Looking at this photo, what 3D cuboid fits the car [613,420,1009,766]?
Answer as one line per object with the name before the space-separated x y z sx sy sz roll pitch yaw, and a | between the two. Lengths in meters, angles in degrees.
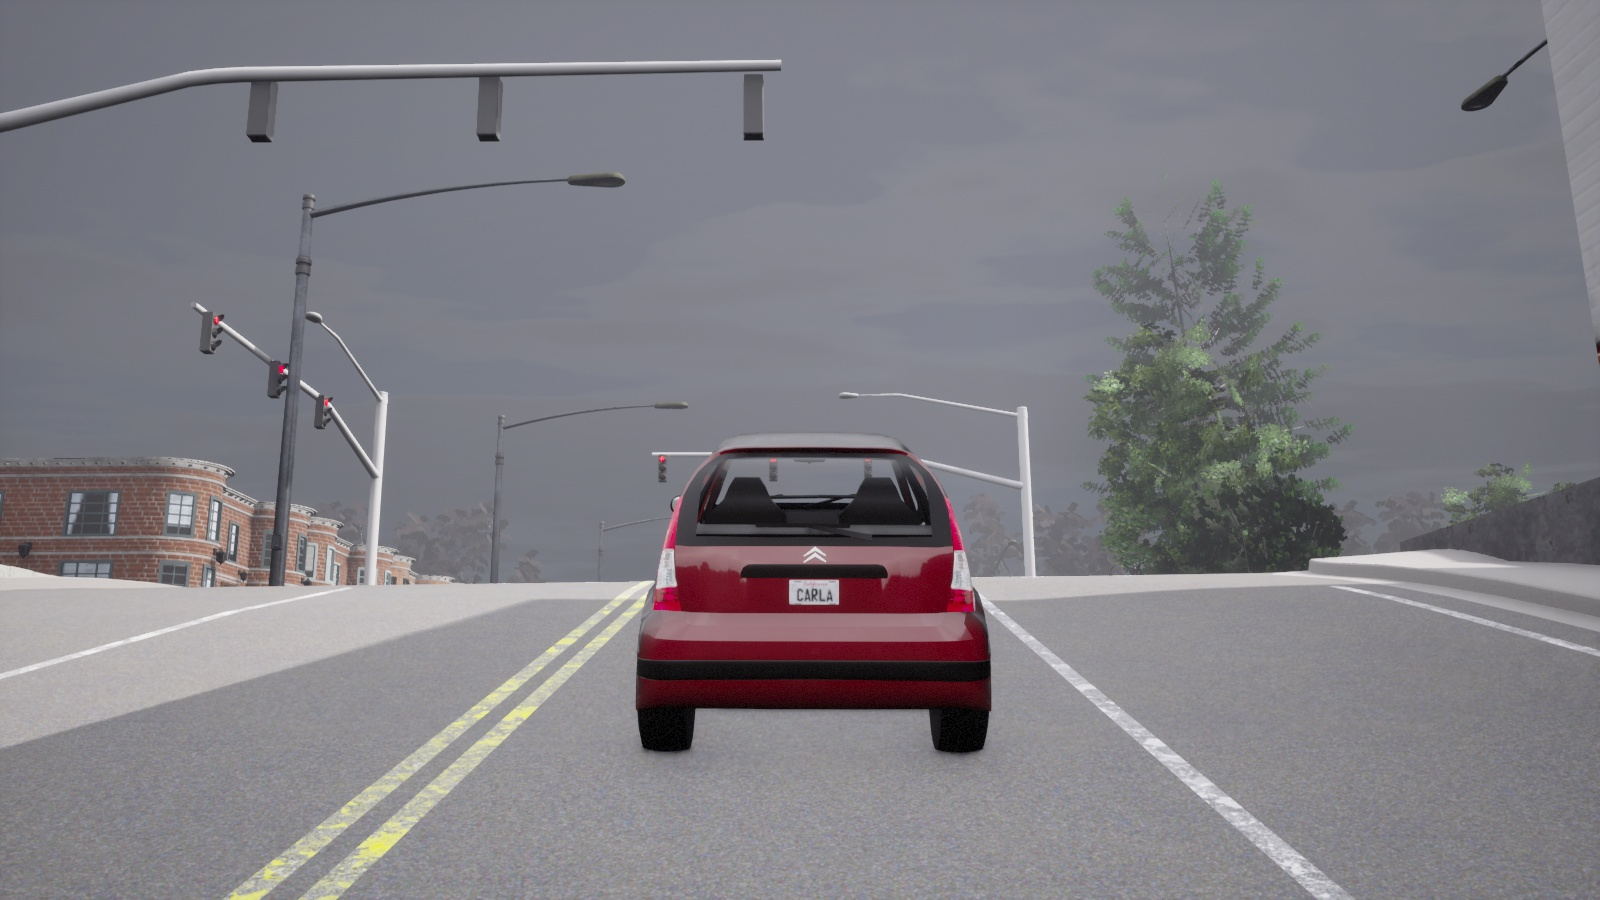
car | 0.054 0.676 7.899 1.851 1.617 3.988 0 0 0
